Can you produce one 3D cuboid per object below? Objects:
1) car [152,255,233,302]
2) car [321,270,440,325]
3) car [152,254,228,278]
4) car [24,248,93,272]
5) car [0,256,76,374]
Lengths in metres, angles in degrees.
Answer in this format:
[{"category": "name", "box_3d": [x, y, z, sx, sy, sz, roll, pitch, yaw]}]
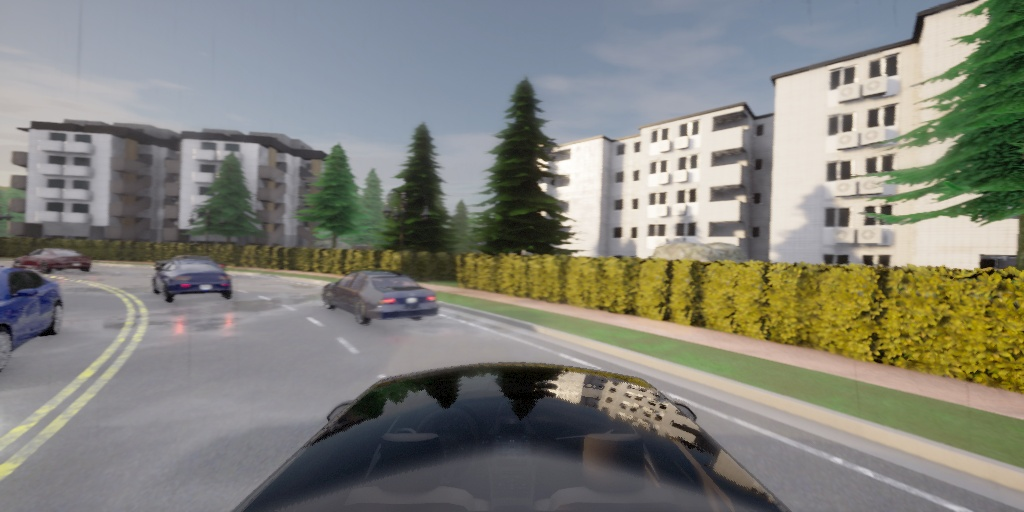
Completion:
[{"category": "car", "box_3d": [-12.196, 0.832, 13.690, 4.674, 1.442, 1.812, 2, 0, 39]}, {"category": "car", "box_3d": [-4.290, 1.143, 11.180, 2.033, 1.411, 5.357, 2, 0, -42]}, {"category": "car", "box_3d": [-20.728, 0.597, 23.056, 4.718, 1.301, 1.895, 2, 0, 24]}, {"category": "car", "box_3d": [-28.059, 0.252, 21.993, 4.674, 1.442, 1.812, 2, 0, 17]}, {"category": "car", "box_3d": [-9.139, 0.893, 5.765, 1.882, 1.535, 5.008, 3, 0, -42]}]
